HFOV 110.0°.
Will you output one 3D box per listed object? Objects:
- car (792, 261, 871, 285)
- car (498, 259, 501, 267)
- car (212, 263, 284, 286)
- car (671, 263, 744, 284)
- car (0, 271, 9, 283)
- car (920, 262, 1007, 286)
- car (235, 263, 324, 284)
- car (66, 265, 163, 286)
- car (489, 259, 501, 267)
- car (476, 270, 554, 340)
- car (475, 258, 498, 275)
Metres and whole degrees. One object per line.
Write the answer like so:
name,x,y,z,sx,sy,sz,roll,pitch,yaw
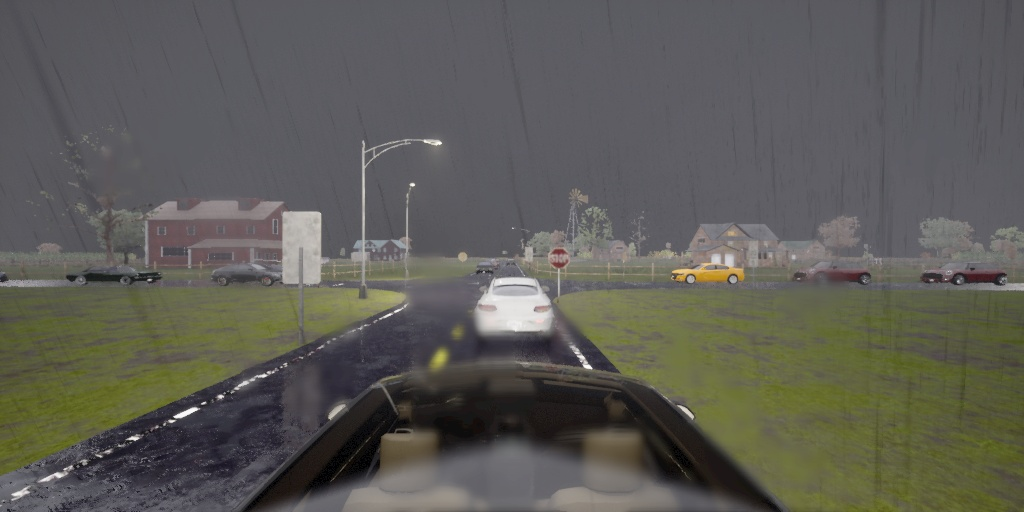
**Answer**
car,23.691,1.183,26.728,4.553,1.767,2.097,0,0,0
car,-3.024,1.088,50.643,2.097,1.767,4.553,0,0,0
car,-17.303,1.224,23.944,4.674,1.442,1.812,0,0,0
car,14.515,1.273,26.762,5.008,1.535,1.882,0,0,0
car,-36.801,1.211,24.026,4.181,1.385,1.994,0,0,1
car,33.443,1.225,26.679,4.553,1.767,2.097,0,0,0
car,-17.143,1.240,26.580,5.357,1.411,2.033,0,0,4
car,-26.420,1.274,23.973,4.718,1.301,1.895,0,0,0
car,-3.040,1.231,65.016,1.837,1.490,4.892,0,0,0
car,0.073,1.275,9.859,1.812,1.442,4.674,0,0,0
car,-2.964,1.288,39.699,2.033,1.411,5.357,0,0,-1
